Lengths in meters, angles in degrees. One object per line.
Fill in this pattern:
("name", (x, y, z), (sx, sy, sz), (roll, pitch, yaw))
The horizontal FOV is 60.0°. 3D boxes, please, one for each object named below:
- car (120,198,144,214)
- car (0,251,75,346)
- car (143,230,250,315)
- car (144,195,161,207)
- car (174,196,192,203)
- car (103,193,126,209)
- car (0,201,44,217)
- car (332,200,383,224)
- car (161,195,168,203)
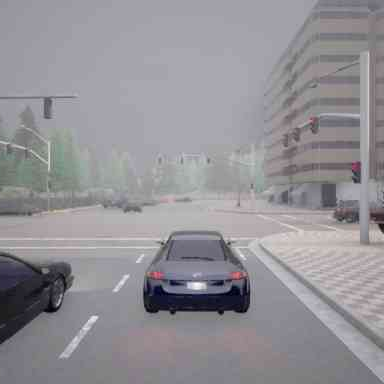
("car", (-6.463, 1.619, 36.184), (1.895, 1.301, 4.718), (0, 1, -8))
("car", (-3.427, 1.547, 4.622), (2.033, 1.411, 5.357), (0, 0, 0))
("car", (0.092, 1.564, 7.656), (1.994, 1.385, 4.181), (0, 0, 0))
("car", (-6.642, 1.547, 50.995), (2.033, 1.411, 5.357), (0, 0, 5))
("car", (-1.847, 1.477, 67.019), (1.882, 1.535, 5.008), (0, 0, 28))
("car", (-10.384, 1.221, 45.344), (2.150, 2.045, 5.566), (0, 0, 3))
("car", (-16.962, 1.603, 31.337), (5.357, 1.411, 2.033), (0, 0, -10))
("car", (12.989, 1.407, 24.681), (4.553, 1.767, 2.097), (0, 0, 1))
("car", (-6.582, 1.351, 65.150), (2.097, 1.767, 4.553), (0, 0, 24))
